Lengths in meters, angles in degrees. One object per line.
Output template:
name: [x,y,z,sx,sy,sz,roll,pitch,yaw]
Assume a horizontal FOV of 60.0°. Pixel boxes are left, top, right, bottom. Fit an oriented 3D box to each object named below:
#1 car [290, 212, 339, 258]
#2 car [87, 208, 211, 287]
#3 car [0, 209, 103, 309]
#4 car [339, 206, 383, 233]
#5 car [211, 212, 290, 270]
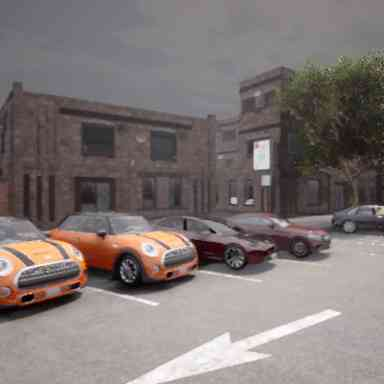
car: [2.877,1.529,12.868,4.674,1.452,2.002,-1,-1,35]
car: [-2.054,1.361,9.428,4.553,1.767,2.185,-1,-1,35]
car: [-4.508,1.361,7.701,4.553,1.767,2.185,-1,-1,35]
car: [10.221,1.498,18.070,4.892,1.521,2.231,-1,-1,35]
car: [0.449,1.516,11.119,4.792,1.488,2.163,-1,-1,35]
